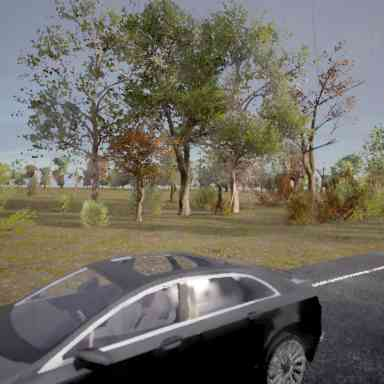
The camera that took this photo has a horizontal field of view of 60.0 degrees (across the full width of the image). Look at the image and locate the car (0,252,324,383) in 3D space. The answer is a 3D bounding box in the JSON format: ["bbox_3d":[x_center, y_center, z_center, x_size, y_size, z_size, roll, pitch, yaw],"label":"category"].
[{"bbox_3d":[-0.634,1.491,3.504,4.902,1.511,2.128,0,0,-35],"label":"car"}]
